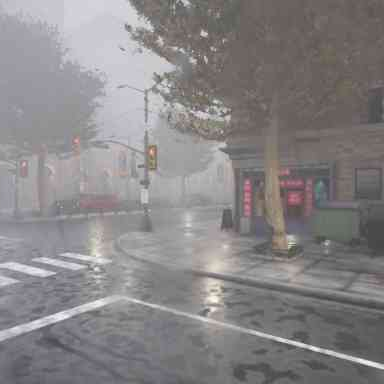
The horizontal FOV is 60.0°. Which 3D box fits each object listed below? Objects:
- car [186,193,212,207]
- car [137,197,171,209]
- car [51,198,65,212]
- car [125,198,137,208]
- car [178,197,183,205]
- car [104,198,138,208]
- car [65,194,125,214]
[{"bbox_3d":[1.276,1.352,52.384,2.097,1.767,4.553,0,0,36],"label":"car"},{"bbox_3d":[-4.671,1.526,44.172,1.812,1.442,4.674,0,0,36],"label":"car"},{"bbox_3d":[-13.258,1.221,38.265,2.150,2.045,5.566,0,0,36],"label":"car"},{"bbox_3d":[-7.158,1.491,46.705,2.128,1.511,4.902,0,0,36],"label":"car"},{"bbox_3d":[-0.021,1.224,56.562,2.150,2.045,5.566,0,0,36],"label":"car"},{"bbox_3d":[-10.178,1.595,47.908,1.895,1.301,4.718,0,0,36],"label":"car"},{"bbox_3d":[-10.420,1.221,36.218,2.150,2.045,5.566,0,0,36],"label":"car"}]
